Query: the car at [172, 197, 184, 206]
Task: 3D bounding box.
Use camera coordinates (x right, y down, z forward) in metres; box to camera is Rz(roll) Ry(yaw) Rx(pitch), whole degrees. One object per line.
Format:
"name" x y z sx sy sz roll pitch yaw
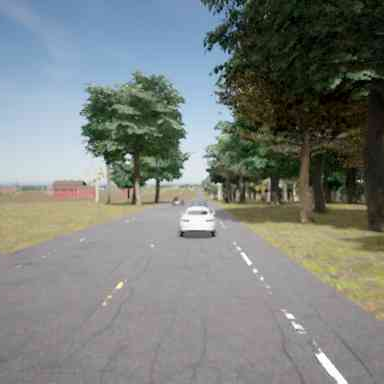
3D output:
"car" -2.284 1.513 55.135 1.812 1.442 4.674 0 -1 2

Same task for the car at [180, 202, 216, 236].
"car" 0.314 1.503 18.239 1.812 1.442 4.674 0 0 1

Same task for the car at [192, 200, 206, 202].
"car" 0.780 1.554 36.367 1.895 1.301 4.718 0 0 2
